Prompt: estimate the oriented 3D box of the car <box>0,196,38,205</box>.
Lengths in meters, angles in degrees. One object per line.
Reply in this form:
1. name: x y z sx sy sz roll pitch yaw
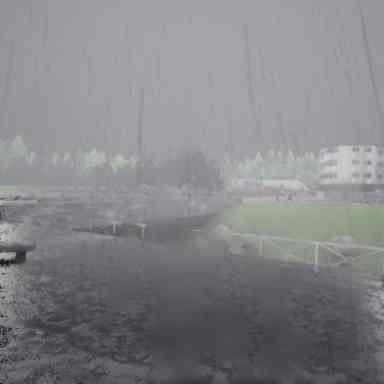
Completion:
1. car: -16.027 1.055 31.715 1.895 1.301 4.718 1 1 37
